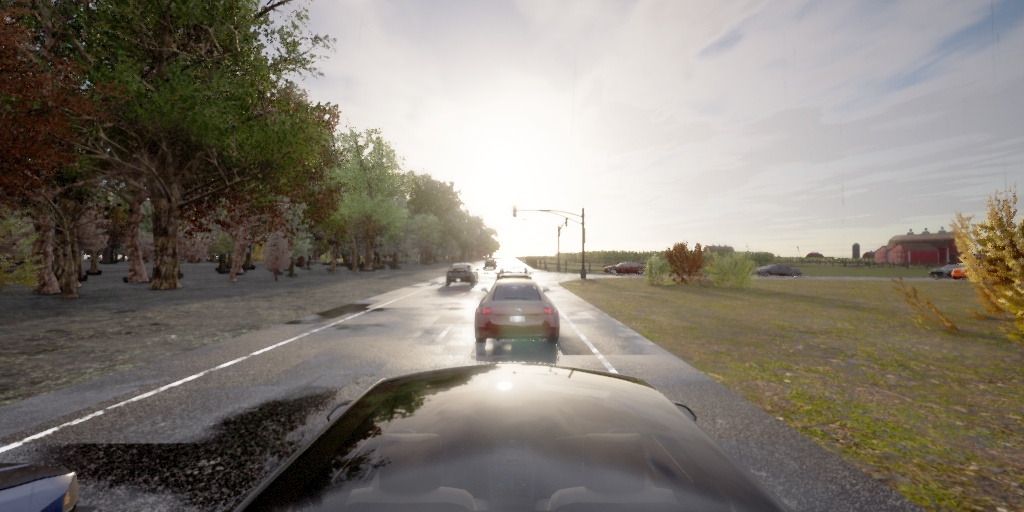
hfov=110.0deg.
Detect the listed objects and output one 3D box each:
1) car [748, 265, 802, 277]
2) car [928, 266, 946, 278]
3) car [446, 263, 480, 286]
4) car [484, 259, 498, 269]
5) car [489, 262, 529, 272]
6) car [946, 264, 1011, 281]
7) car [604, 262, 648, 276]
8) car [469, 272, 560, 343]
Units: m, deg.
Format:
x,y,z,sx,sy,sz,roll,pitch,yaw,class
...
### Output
x,y,z,sx,sy,sz,roll,pitch,yaw,class
29.880,1.673,40.887,5.357,1.411,2.033,1,-1,0,car
50.399,1.701,40.736,4.553,1.767,2.097,1,-1,1,car
-3.408,1.256,25.171,1.837,1.490,4.892,0,0,0,car
-3.424,1.250,58.099,1.837,1.490,4.892,0,0,0,car
0.094,1.242,18.573,2.128,1.511,4.902,0,0,0,car
48.889,1.626,37.213,4.553,1.767,2.097,1,-1,0,car
13.100,1.424,41.175,5.008,1.535,1.882,1,-1,3,car
0.100,1.314,9.675,1.994,1.385,4.181,0,0,0,car
